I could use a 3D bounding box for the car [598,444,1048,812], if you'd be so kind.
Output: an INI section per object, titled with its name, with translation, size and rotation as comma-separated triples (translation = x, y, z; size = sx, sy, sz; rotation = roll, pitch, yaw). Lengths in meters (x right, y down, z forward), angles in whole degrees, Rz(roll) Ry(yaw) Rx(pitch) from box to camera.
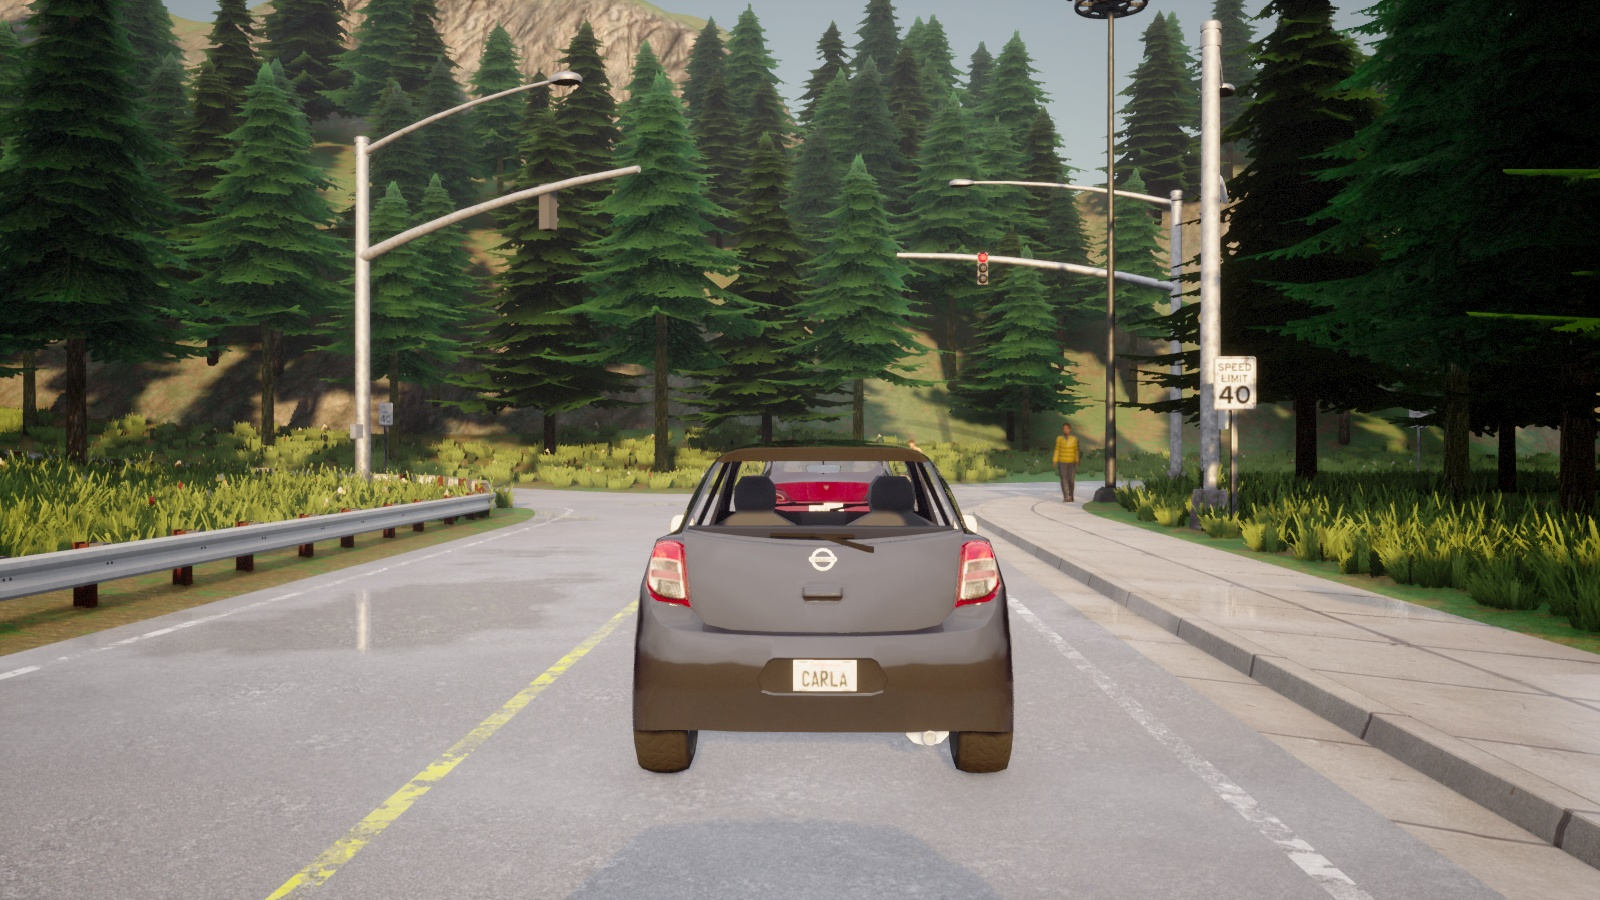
[car]
translation = 0.128, 0.721, 6.971
size = 1.845, 1.501, 3.633
rotation = 0, 0, 1

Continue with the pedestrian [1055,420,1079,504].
[pedestrian]
translation = 5.909, 0.257, 27.771
size = 0.431, 1.840, 0.709
rotation = 0, 0, 20
